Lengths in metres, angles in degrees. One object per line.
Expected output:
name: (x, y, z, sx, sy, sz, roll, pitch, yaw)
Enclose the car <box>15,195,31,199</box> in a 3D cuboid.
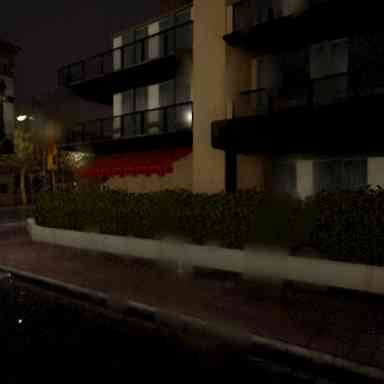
car: (-35.695, 1.285, 67.691, 4.892, 1.521, 2.231, 0, 0, 36)
